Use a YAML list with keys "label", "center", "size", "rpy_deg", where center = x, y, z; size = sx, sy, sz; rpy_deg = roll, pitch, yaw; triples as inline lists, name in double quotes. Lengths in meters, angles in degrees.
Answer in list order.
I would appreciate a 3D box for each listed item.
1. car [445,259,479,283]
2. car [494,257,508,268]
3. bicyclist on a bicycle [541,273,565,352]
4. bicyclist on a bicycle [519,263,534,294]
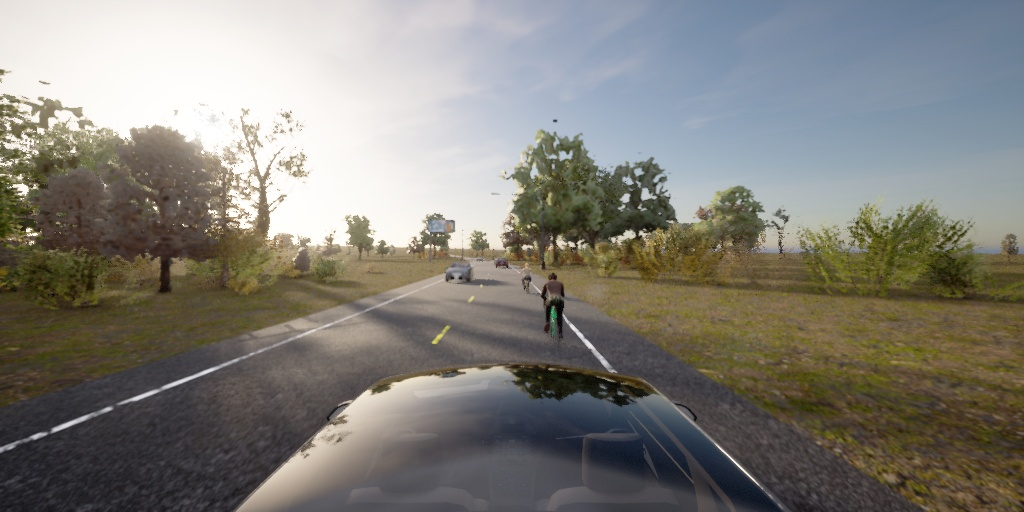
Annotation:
- label: "car"
  center: [-3.994, 1.225, 27.829]
  size: [2.128, 1.511, 4.902]
  rpy_deg: [0, 0, -2]
- label: "car"
  center: [-1.765, 1.039, 60.896]
  size: [2.097, 1.767, 4.553]
  rpy_deg: [0, 0, -3]
- label: "bicyclist on a bicycle"
  center: [0.923, 1.200, 7.976]
  size: [0.582, 1.620, 1.656]
  rpy_deg: [0, 0, 0]
- label: "bicyclist on a bicycle"
  center: [0.783, 1.176, 19.094]
  size: [0.866, 1.612, 1.509]
  rpy_deg: [0, 0, -1]
